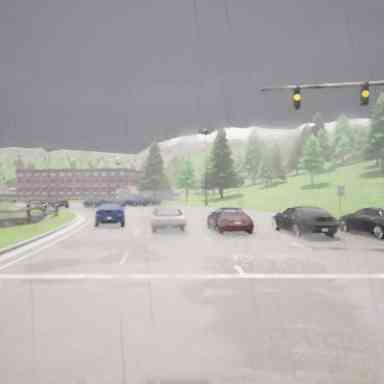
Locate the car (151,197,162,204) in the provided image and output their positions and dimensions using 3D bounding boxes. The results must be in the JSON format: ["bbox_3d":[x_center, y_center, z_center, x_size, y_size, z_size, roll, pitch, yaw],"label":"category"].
[{"bbox_3d":[-7.056,1.527,55.043,4.892,1.490,1.837,0,0,43],"label":"car"}]

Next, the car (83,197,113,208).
[{"bbox_3d":[-13.601,1.540,46.725,1.837,1.490,4.892,0,0,-44],"label":"car"}]

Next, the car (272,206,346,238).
[{"bbox_3d":[5.834,1.496,17.745,1.837,1.490,4.892,0,0,-7],"label":"car"}]

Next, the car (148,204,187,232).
[{"bbox_3d":[-1.547,1.607,20.215,1.895,1.301,4.718,0,0,-9],"label":"car"}]

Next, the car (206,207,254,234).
[{"bbox_3d":[2.093,1.562,19.259,1.994,1.385,4.181,0,0,-8],"label":"car"}]

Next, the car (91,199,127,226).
[{"bbox_3d":[-5.708,1.492,23.406,1.882,1.535,5.008,0,0,-11],"label":"car"}]

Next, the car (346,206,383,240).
[{"bbox_3d":[9.452,1.488,17.033,1.837,1.490,4.892,0,0,-6],"label":"car"}]

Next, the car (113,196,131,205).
[{"bbox_3d":[-11.626,1.594,49.693,4.181,1.385,1.994,0,0,43],"label":"car"}]

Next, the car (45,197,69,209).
[{"bbox_3d":[-19.350,1.552,47.220,4.892,1.490,1.837,1,0,39],"label":"car"}]

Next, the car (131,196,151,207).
[{"bbox_3d":[-9.127,1.378,52.174,4.553,1.767,2.097,0,0,43],"label":"car"}]
